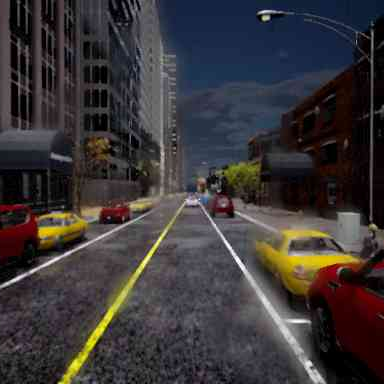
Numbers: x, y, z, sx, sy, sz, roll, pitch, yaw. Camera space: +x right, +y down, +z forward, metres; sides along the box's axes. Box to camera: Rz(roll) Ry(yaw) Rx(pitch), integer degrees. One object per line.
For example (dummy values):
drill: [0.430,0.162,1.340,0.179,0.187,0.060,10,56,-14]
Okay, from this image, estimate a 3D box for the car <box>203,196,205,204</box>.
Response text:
car: [2.689,1.507,41.616,1.947,1.339,4.313,-1,0,0]

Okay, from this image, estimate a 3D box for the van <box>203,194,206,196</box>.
van: [2.689,1.259,58.218,1.690,1.788,3.998,-1,0,0]

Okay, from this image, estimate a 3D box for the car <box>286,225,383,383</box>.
car: [2.676,1.311,2.874,2.192,1.841,5.009,-1,0,0]

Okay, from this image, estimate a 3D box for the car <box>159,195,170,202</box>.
car: [-5.687,1.342,69.304,1.967,1.590,4.097,-1,0,0]

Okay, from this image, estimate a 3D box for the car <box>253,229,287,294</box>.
car: [2.681,1.513,8.579,1.752,1.417,4.829,-1,0,0]

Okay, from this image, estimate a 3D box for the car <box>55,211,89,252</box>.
car: [-5.698,1.506,13.786,1.752,1.417,4.829,-1,0,0]

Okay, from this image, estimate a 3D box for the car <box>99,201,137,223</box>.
car: [-5.695,1.509,25.025,1.887,1.381,4.507,-1,0,0]

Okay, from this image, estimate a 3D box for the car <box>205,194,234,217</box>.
car: [2.683,1.272,30.547,2.192,1.841,5.009,-1,0,0]

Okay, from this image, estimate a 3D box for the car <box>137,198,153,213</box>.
car: [-5.693,1.475,35.925,1.752,1.417,4.829,-1,0,0]

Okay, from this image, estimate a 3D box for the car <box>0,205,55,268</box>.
car: [-5.702,1.303,8.420,2.192,1.841,5.009,-1,0,0]

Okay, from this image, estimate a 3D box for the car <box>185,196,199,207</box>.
car: [0.012,1.458,48.401,1.812,1.442,4.674,0,0,0]

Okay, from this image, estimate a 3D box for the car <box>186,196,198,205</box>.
car: [0.014,1.409,58.686,2.128,1.511,4.902,0,0,0]
